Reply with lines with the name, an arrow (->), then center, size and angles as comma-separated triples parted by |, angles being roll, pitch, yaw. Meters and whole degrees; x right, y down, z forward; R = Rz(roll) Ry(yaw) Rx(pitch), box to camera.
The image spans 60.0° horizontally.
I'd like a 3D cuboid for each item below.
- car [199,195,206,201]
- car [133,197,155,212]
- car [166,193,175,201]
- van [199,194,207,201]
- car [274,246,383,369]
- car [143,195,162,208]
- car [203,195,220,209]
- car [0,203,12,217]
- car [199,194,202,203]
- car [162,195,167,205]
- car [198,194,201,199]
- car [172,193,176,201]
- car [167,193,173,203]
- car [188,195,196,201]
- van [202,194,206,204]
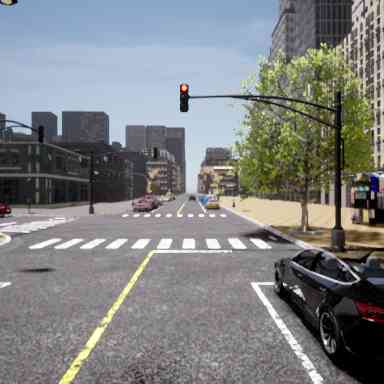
car -> 2.756, 1.508, 88.343 | 1.752, 1.417, 4.829 | 0, 0, 0
car -> -5.659, 1.573, 38.217 | 1.802, 1.307, 4.206 | 0, 0, 0
car -> -5.624, 1.297, 88.176 | 2.192, 1.841, 5.009 | 0, 0, 0
van -> 2.753, 1.324, 82.622 | 1.690, 1.788, 3.998 | 0, 0, 0
car -> 2.699, 1.564, 5.735 | 1.947, 1.339, 4.313 | 0, 0, 0
car -> -5.655, 1.305, 43.768 | 2.192, 1.841, 5.009 | 0, 0, 0
car -> 2.725, 1.515, 43.934 | 1.752, 1.417, 4.829 | 0, 0, 0
car -> -17.249, 1.363, 27.228 | 4.507, 1.381, 1.887 | 1, -1, -1
car -> 2.736, 1.538, 60.418 | 2.008, 1.369, 4.403 | 0, 0, 0
car -> -5.648, 1.539, 54.870 | 2.008, 1.369, 4.403 | 0, 0, 0
car -> 2.744, 1.551, 71.520 | 1.947, 1.339, 4.313 | 0, 0, 0
car -> -5.629, 1.534, 82.625 | 2.008, 1.369, 4.403 | 0, 0, 0
car -> -5.637, 1.510, 71.353 | 1.752, 1.417, 4.829 | 0, 0, 0
car -> 0.058, 1.484, 79.949 | 1.837, 1.490, 4.892 | 0, 0, 0
van -> 2.730, 1.330, 49.316 | 1.690, 1.788, 3.998 | 0, 0, 0
